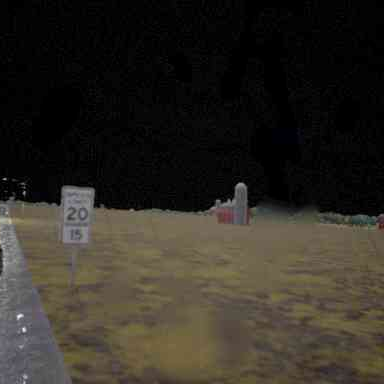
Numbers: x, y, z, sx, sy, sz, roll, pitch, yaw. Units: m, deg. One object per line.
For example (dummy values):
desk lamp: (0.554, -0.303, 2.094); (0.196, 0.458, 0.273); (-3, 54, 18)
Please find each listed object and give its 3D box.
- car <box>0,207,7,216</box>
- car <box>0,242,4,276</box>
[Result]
car: (-46.650, 5.015, 81.470); (2.128, 1.511, 4.902); (4, -4, -29)
car: (-7.338, 2.115, 10.942); (1.994, 1.385, 4.181); (4, -5, -29)
